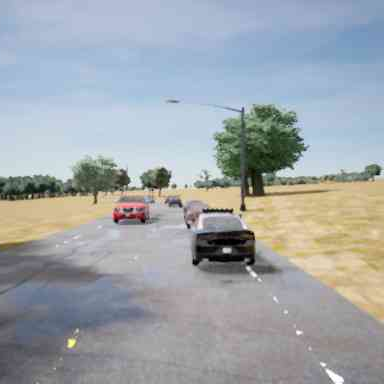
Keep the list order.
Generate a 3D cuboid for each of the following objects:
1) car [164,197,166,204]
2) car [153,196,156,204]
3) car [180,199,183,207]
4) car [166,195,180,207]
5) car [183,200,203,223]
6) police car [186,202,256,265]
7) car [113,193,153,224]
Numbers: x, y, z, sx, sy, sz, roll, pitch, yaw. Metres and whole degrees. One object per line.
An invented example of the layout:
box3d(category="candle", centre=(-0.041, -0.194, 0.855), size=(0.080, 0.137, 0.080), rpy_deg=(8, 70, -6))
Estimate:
box3d(category="car", centre=(-3.999, 1.354, 61.870), size=(2.097, 1.767, 4.553), rpy_deg=(0, -1, -8))
box3d(category="car", centre=(-8.214, 1.551, 65.899), size=(2.128, 1.511, 4.902), rpy_deg=(0, -1, -7))
box3d(category="car", centre=(0.195, 1.407, 27.584), size=(1.837, 1.490, 4.892), rpy_deg=(0, 0, -3))
box3d(category="car", centre=(-2.461, 1.406, 48.169), size=(1.837, 1.490, 4.892), rpy_deg=(0, 0, -6))
box3d(category="car", centre=(0.517, 1.445, 21.557), size=(1.812, 1.442, 4.674), rpy_deg=(0, 0, -3))
box3d(category="police car", centre=(0.883, 1.375, 11.616), size=(1.930, 1.638, 5.238), rpy_deg=(0, 0, -2))
box3d(category="car", centre=(-4.302, 1.132, 24.317), size=(2.150, 2.045, 5.566), rpy_deg=(0, 0, -3))
